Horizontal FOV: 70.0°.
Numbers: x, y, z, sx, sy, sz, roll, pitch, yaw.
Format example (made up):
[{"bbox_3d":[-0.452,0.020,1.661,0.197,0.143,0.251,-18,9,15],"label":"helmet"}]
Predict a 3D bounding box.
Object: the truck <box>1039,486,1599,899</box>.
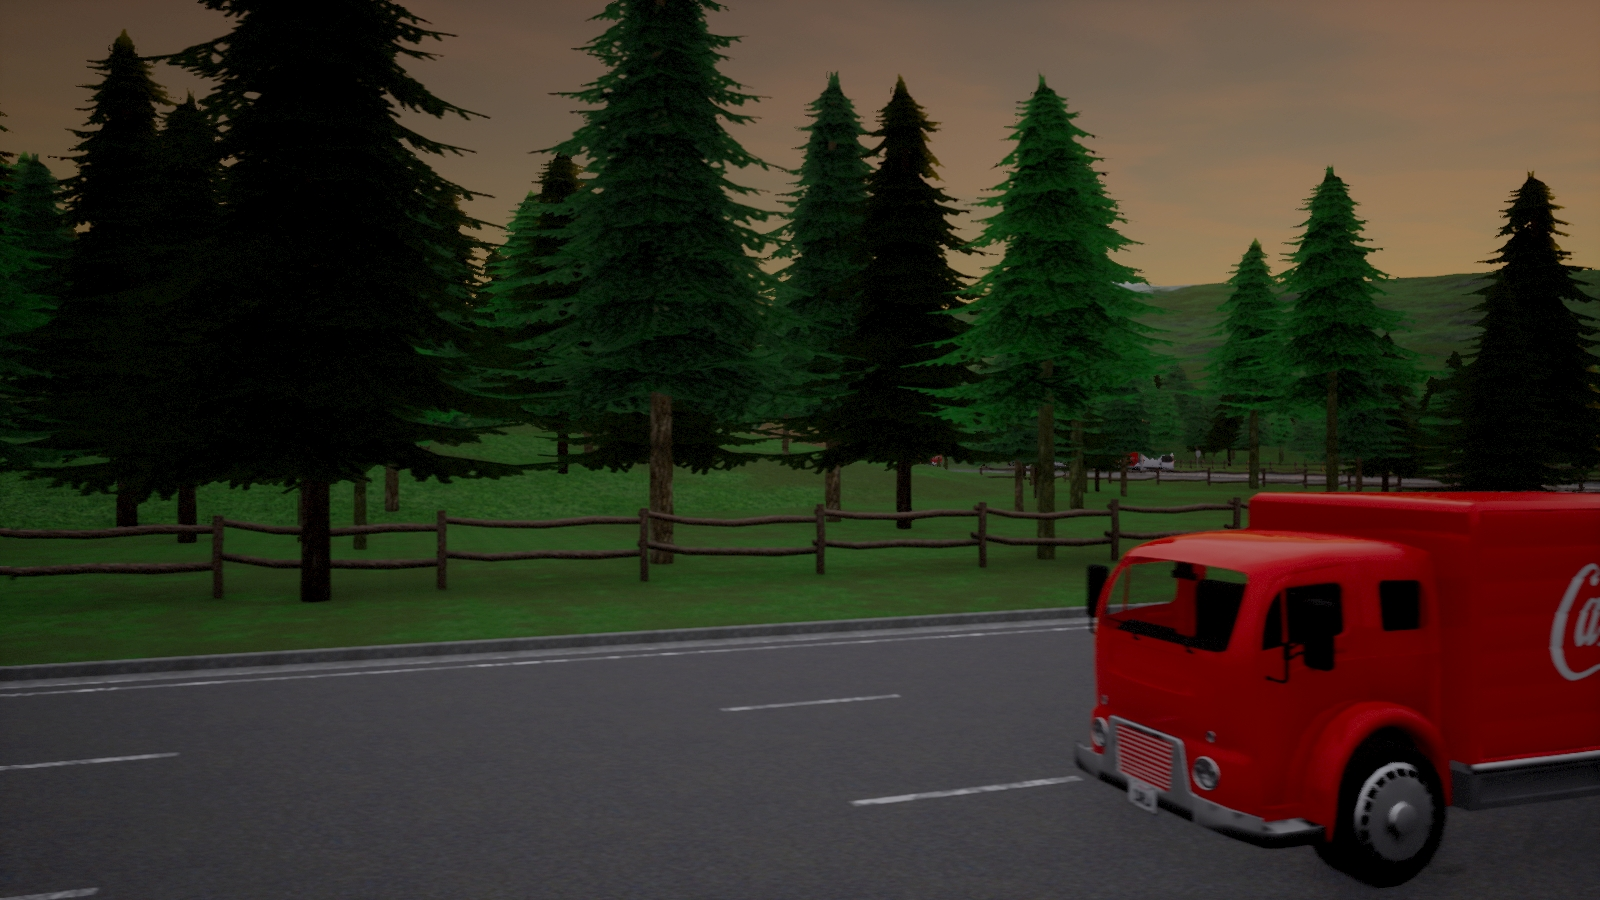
[{"bbox_3d":[4.805,1.568,8.775,5.204,2.467,2.627,0,0,-20],"label":"truck"}]
